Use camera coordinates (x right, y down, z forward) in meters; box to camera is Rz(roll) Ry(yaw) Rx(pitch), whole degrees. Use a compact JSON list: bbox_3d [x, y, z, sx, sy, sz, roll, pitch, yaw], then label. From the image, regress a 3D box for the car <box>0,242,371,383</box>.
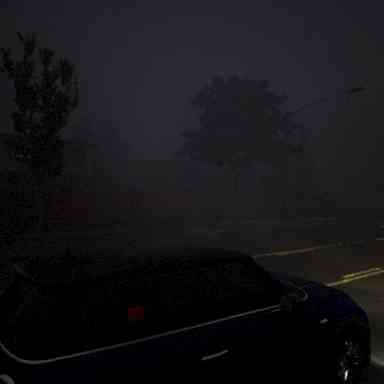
[{"bbox_3d":[0.043,1.378,3.778,4.553,1.767,2.097,1,-1,-36],"label":"car"}]
